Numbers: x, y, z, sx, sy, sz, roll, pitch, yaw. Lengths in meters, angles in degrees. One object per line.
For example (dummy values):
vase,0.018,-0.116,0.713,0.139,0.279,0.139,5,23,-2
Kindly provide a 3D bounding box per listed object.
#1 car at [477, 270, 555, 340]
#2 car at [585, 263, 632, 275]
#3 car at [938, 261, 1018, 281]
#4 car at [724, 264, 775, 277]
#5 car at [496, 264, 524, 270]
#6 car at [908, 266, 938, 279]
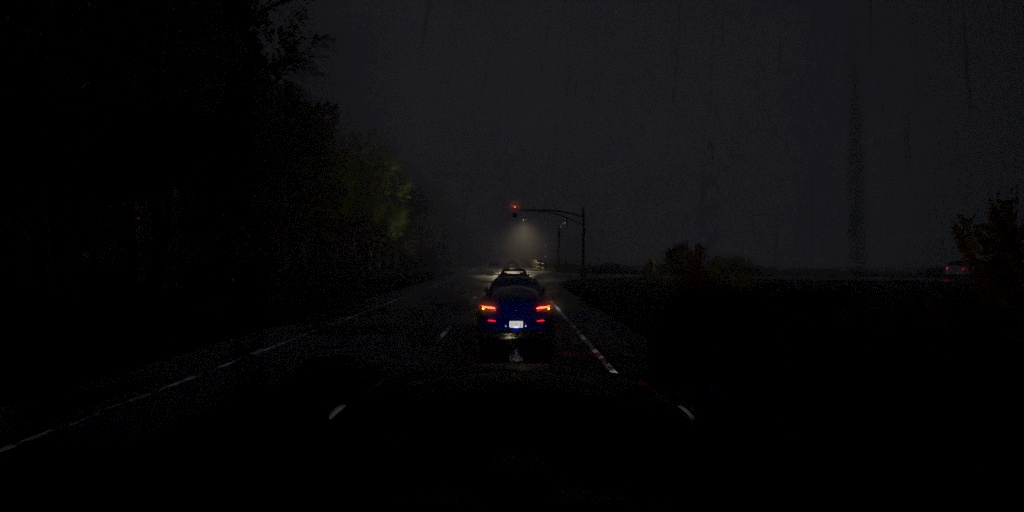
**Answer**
car,0.097,1.278,9.873,1.812,1.442,4.674,0,0,0
car,10.998,1.483,41.360,5.357,1.411,2.033,1,-1,7
car,48.533,1.500,37.181,5.566,2.045,2.150,1,-1,0
car,26.844,1.649,40.864,5.357,1.411,2.033,1,-1,0
car,0.091,1.319,18.628,1.994,1.385,4.181,0,0,0
car,48.085,1.827,40.728,4.902,1.511,2.128,1,-1,1
